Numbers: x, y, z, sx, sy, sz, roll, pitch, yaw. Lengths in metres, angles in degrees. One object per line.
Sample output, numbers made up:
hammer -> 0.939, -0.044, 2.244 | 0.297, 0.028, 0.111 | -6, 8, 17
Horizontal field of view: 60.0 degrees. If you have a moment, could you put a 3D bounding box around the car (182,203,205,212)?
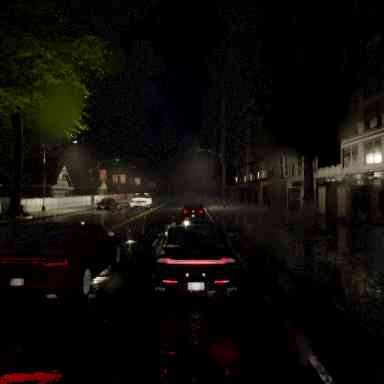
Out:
car -> 0.088, 1.588, 28.380 | 1.895, 1.301, 4.718 | 0, 0, 0

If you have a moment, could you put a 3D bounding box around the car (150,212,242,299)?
car -> 0.091, 1.489, 8.432 | 2.128, 1.511, 4.902 | 0, 0, 0

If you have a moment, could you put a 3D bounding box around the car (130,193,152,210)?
car -> -6.571, 1.192, 43.234 | 2.150, 2.045, 5.566 | 0, 0, 0

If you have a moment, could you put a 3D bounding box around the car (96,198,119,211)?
car -> -9.845, 1.480, 39.076 | 1.837, 1.490, 4.892 | 0, 0, 0

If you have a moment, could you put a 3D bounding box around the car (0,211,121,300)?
car -> -3.154, 1.475, 8.473 | 1.882, 1.535, 5.008 | 0, 0, 0
